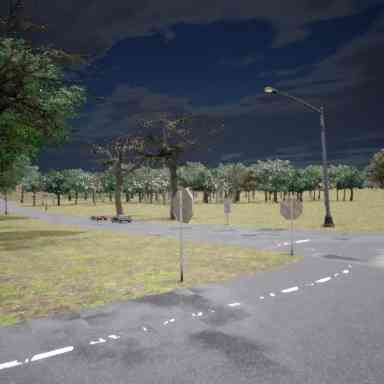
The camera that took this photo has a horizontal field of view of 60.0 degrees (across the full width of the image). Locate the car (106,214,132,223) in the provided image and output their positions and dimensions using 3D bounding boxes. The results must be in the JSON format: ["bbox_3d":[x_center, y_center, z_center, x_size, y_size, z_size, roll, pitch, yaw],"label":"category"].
[{"bbox_3d":[-11.143,4.123,52.093,2.033,1.411,5.357,-1,-2,-34],"label":"car"}]

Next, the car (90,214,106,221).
[{"bbox_3d":[-17.077,4.615,60.736,1.895,1.301,4.718,-1,-1,-34],"label":"car"}]
